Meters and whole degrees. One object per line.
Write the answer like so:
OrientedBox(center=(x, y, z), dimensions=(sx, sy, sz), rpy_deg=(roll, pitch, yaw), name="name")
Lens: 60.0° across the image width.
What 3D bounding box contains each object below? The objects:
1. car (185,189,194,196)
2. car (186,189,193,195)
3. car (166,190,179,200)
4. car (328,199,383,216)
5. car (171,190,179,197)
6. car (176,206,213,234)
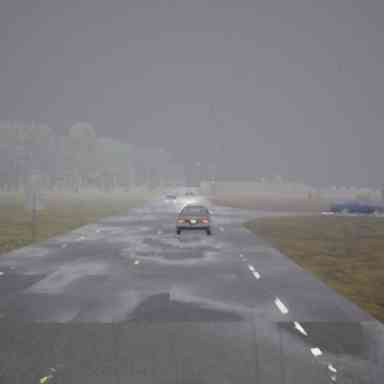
OrientedBox(center=(-0.660, 0.102, 82.989), dimensions=(2.097, 1.767, 4.553), rpy_deg=(0, 1, -1), name="car")
OrientedBox(center=(-0.766, -0.101, 93.032), dimensions=(1.837, 1.490, 4.892), rpy_deg=(0, 1, -1), name="car")
OrientedBox(center=(-3.982, 0.673, 64.338), dimensions=(1.882, 1.535, 5.008), rpy_deg=(0, 1, 0), name="car")
OrientedBox(center=(15.974, 1.482, 32.496), dimensions=(5.008, 1.535, 1.882), rpy_deg=(1, -1, -1), name="car")
OrientedBox(center=(-4.139, 0.311, 80.905), dimensions=(1.812, 1.442, 4.674), rpy_deg=(0, 1, -1), name="car")
OrientedBox(center=(0.183, 1.476, 18.861), dimensions=(2.033, 1.411, 5.357), rpy_deg=(0, 1, 3), name="car")
